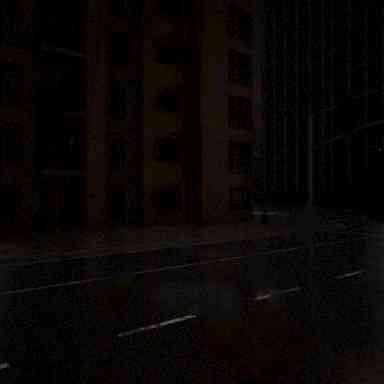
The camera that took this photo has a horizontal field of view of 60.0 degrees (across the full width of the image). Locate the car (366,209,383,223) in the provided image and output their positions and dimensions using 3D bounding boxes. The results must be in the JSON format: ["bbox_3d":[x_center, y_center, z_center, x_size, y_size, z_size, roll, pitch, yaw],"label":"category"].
[{"bbox_3d":[15.057,1.601,23.346,1.895,1.301,4.718,0,0,-35],"label":"car"}]
